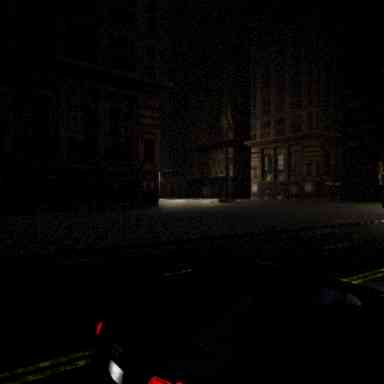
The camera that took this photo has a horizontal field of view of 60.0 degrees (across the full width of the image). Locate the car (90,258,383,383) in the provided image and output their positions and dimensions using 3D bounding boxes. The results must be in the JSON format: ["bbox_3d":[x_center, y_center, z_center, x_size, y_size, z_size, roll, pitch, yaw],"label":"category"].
[{"bbox_3d":[0.953,1.566,4.119,4.181,1.385,1.994,0,0,-35],"label":"car"}]
